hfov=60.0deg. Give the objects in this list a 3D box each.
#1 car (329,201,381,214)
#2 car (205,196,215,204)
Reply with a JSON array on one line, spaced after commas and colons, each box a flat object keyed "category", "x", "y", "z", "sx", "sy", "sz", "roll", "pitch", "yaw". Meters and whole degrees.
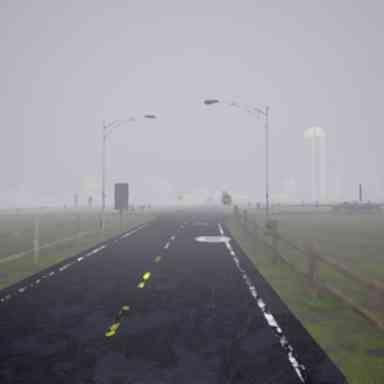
[{"category": "car", "x": 16.826, "y": 1.604, "z": 34.432, "sx": 4.718, "sy": 1.301, "sz": 1.895, "roll": -1, "pitch": -2, "yaw": 15}, {"category": "car", "x": 4.556, "y": 2.036, "z": 83.937, "sx": 2.150, "sy": 2.045, "sz": 5.566, "roll": 0, "pitch": -1, "yaw": 9}]
